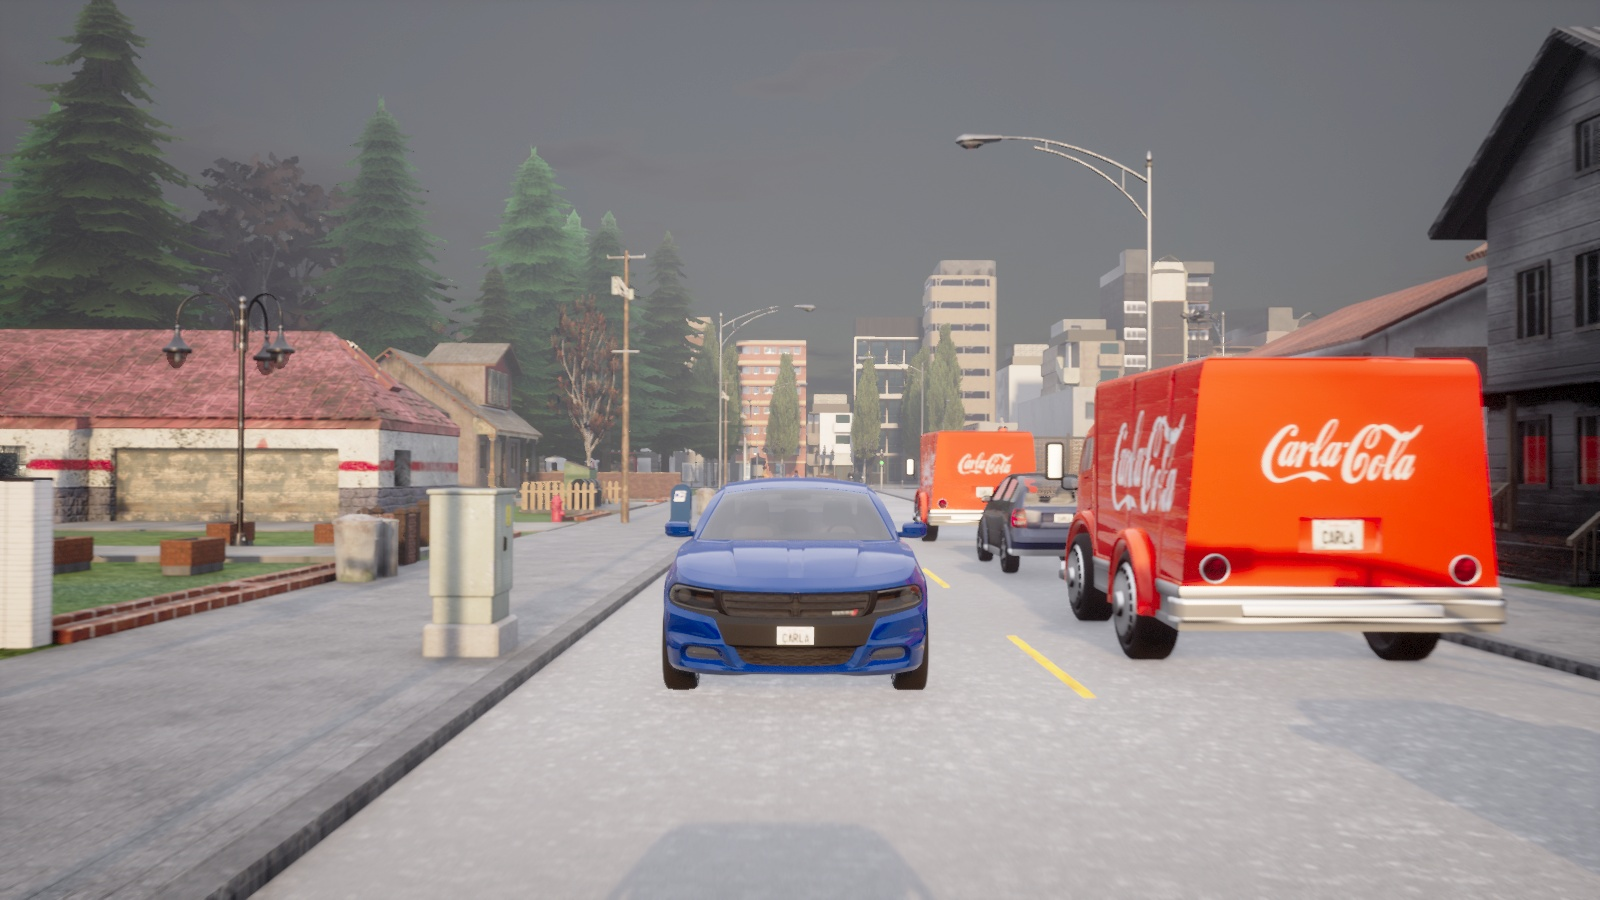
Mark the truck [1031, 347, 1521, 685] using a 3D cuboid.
[{"bbox_3d":[3.962,0.513,11.803,2.627,2.467,5.204,0,-1,0],"label":"truck"}]

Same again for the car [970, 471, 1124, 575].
[{"bbox_3d":[3.950,1.123,20.672,1.789,1.549,3.705,0,-1,0],"label":"car"}]

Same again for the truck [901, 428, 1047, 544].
[{"bbox_3d":[3.933,0.805,29.430,2.627,2.467,5.204,0,-1,-1],"label":"truck"}]

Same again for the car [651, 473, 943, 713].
[{"bbox_3d":[-0.027,0.970,10.618,1.882,1.535,5.008,0,-1,0],"label":"car"}]
